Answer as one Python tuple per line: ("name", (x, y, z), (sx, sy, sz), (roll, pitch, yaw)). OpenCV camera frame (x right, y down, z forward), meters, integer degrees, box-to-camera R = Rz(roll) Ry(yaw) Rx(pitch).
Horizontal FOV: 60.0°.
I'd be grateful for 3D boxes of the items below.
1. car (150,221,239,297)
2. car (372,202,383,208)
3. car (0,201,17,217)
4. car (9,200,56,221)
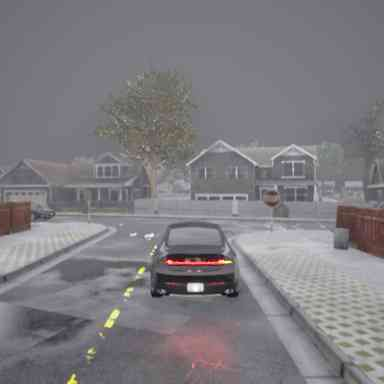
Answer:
("car", (0.045, 1.500, 8.516), (1.837, 1.490, 4.892), (0, 0, 0))
("car", (12.637, 1.420, 21.689), (4.553, 1.767, 2.097), (0, 0, 18))
("car", (-18.414, 1.501, 29.843), (4.718, 1.301, 1.895), (0, 0, 11))
("car", (-12.905, 1.426, 25.538), (4.892, 1.490, 1.837), (0, 0, 13))
